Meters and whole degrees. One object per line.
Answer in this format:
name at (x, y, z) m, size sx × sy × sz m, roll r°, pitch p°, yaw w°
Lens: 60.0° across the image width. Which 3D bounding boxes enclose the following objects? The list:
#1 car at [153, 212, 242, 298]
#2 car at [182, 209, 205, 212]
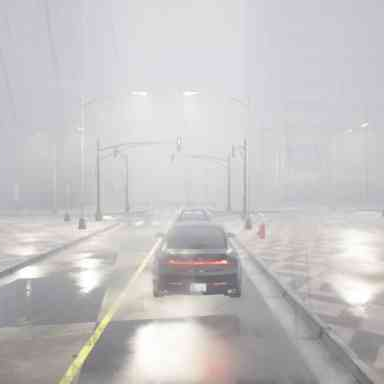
car at (0.103, 1.501, 8.510) m, size 1.837 × 1.490 × 4.892 m, roll 0°, pitch 0°, yaw 0°
car at (0.066, 1.554, 17.414) m, size 1.994 × 1.385 × 4.181 m, roll 0°, pitch 0°, yaw 1°
